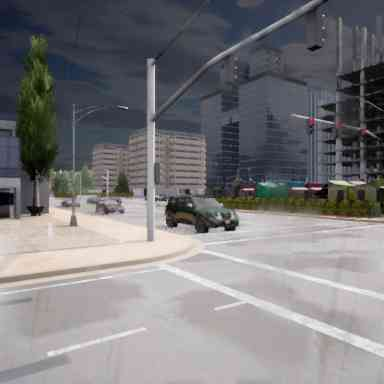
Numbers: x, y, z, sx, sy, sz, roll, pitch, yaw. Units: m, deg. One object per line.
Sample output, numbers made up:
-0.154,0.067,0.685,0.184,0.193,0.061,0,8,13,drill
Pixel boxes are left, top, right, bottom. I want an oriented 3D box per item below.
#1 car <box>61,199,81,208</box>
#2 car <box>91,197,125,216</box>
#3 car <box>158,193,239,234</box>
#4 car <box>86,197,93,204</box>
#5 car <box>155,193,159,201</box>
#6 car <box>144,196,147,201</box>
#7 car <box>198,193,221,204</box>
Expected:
-17.208,1.601,47.284,1.895,1.301,4.718,0,0,-32,car
-8.311,1.525,33.298,1.812,1.442,4.674,0,0,-33,car
0.379,1.221,19.741,2.150,2.045,5.566,0,0,-33,car
-18.284,1.564,62.222,1.994,1.385,4.181,0,0,-33,car
-7.793,1.156,78.641,3.866,1.878,1.905,0,0,-34,car
-9.371,1.153,81.068,4.605,1.855,1.932,0,0,-34,car
3.242,1.156,62.414,3.866,1.878,1.905,0,0,-34,car
